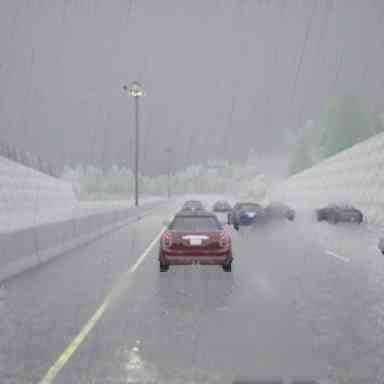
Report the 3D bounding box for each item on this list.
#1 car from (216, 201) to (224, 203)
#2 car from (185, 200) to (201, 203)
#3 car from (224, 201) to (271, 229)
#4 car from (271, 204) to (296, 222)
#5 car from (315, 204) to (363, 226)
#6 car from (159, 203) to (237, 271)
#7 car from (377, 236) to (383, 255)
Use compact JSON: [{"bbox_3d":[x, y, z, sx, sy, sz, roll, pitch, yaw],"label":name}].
[{"bbox_3d":[3.602,1.773,40.302,1.994,1.385,4.181,0,0,0],"label":"car"},{"bbox_3d":[0.102,1.507,29.671,2.097,1.767,4.553,0,0,0],"label":"car"},{"bbox_3d":[3.601,1.469,22.393,2.097,1.767,4.553,0,0,0],"label":"car"},{"bbox_3d":[7.102,1.692,27.832,2.033,1.411,5.357,0,0,0],"label":"car"},{"bbox_3d":[10.600,1.618,24.371,2.128,1.511,4.902,0,0,0],"label":"car"},{"bbox_3d":[0.101,1.411,11.301,2.097,1.767,4.553,0,0,0],"label":"car"},{"bbox_3d":[7.100,1.648,8.940,1.895,1.301,4.718,0,0,0],"label":"car"}]
